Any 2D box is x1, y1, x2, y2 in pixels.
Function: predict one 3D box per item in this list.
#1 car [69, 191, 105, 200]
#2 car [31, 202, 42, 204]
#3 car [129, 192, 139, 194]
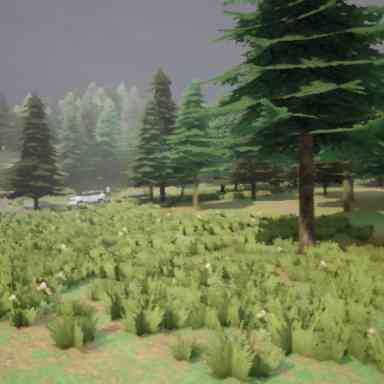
[{"bbox_3d":[-15.774,0.970,49.968,2.150,2.045,5.566,-1,4,45],"label":"car"},{"bbox_3d":[-19.023,1.954,42.072,2.033,1.411,5.357,-1,4,45],"label":"car"},{"bbox_3d":[-8.729,0.697,52.549,4.718,1.301,1.895,-7,4,-44],"label":"car"}]
